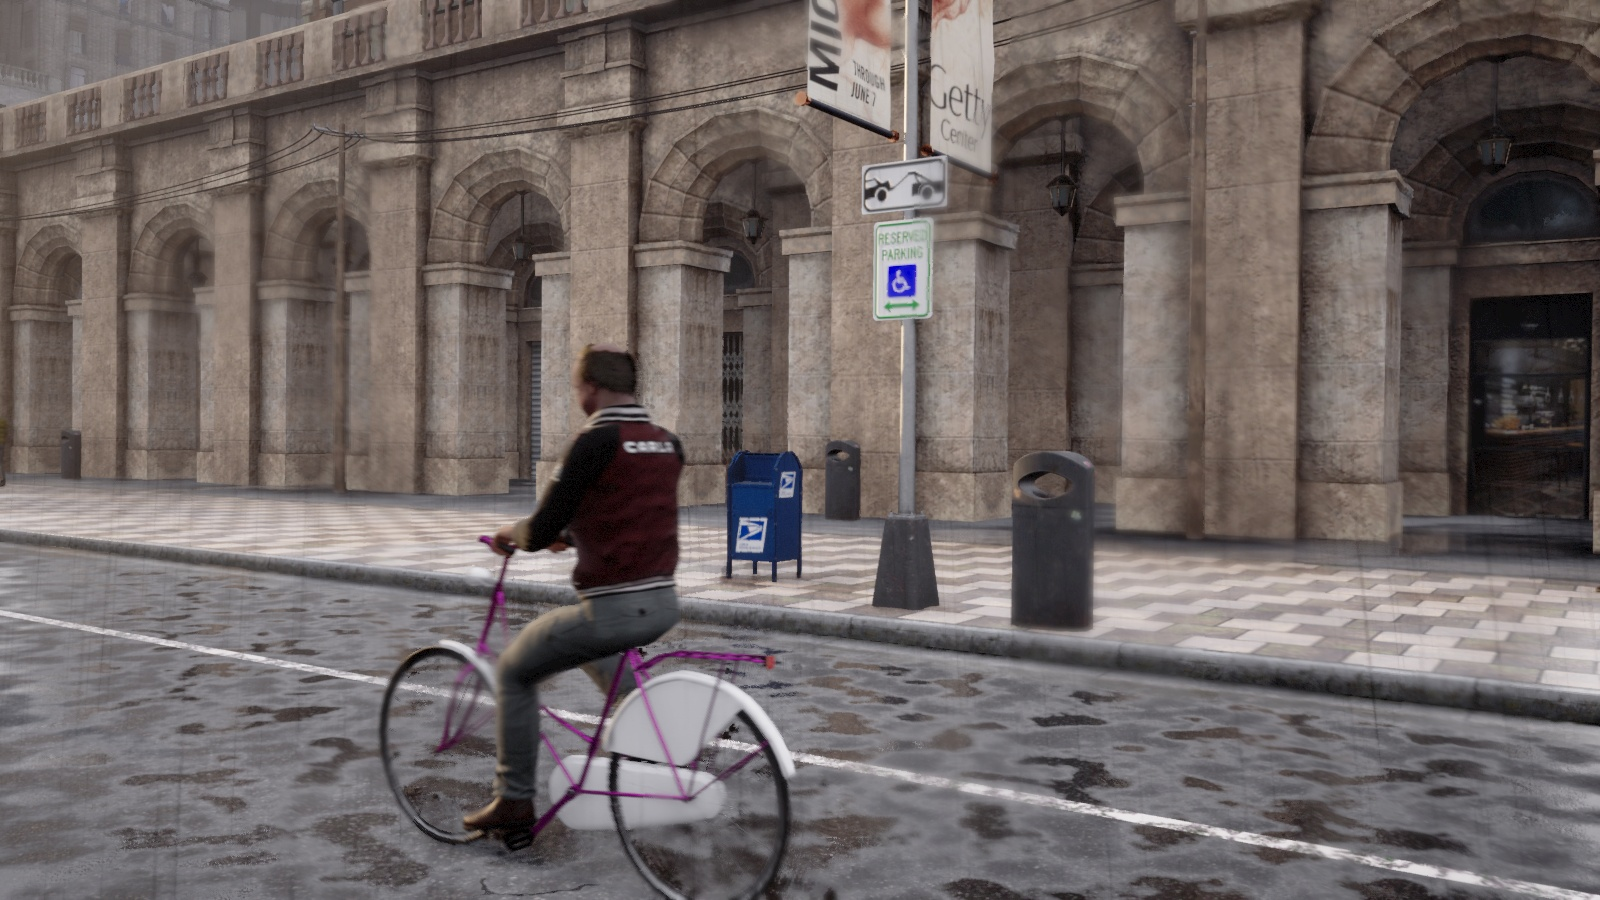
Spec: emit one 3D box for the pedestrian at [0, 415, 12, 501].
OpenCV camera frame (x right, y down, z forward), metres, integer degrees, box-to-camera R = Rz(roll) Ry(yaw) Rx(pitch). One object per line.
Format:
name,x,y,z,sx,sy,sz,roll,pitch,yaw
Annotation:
pedestrian,-17.533,0.174,27.281,0.709,1.840,0.431,0,1,33

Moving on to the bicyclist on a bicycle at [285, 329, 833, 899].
bicyclist on a bicycle,-0.852,0.552,4.188,1.843,1.776,0.659,0,1,34

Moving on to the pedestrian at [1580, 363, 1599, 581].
pedestrian,7.016,0.180,10.568,0.726,1.835,0.370,0,1,38
